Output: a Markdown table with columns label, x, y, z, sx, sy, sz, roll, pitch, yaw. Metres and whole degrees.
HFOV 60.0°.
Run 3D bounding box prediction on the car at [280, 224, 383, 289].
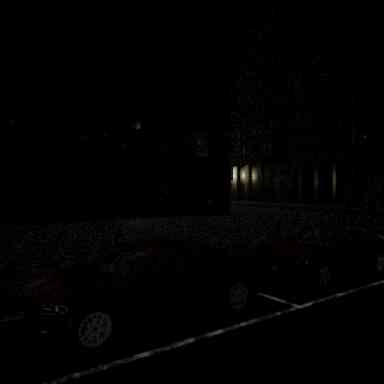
| label | x | y | z | sx | sy | sz | roll | pitch | yaw |
| --- | --- | --- | --- | --- | --- | --- | --- | --- | --- |
| car | 3.841 | 1.619 | 9.414 | 4.507 | 1.381 | 1.887 | 1 | 0 | -36 |

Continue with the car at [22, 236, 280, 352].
| label | x | y | z | sx | sy | sz | roll | pitch | yaw |
| --- | --- | --- | --- | --- | --- | --- | --- | --- | --- |
| car | -0.654 | 1.570 | 6.201 | 4.507 | 1.381 | 1.887 | 1 | 0 | -36 |
